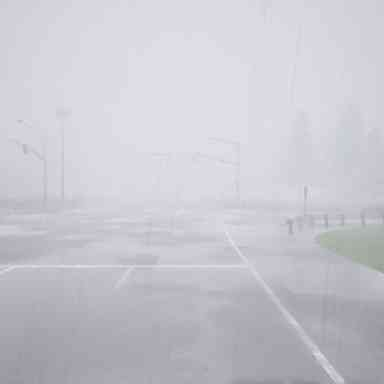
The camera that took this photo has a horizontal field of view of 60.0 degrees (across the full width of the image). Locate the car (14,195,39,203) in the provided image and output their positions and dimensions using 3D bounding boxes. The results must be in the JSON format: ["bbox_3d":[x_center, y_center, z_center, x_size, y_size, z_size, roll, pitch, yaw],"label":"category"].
[{"bbox_3d":[-31.584,1.282,63.699,2.033,1.411,5.357,0,0,0],"label":"car"}]

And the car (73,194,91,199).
[{"bbox_3d":[-21.127,1.102,62.018,2.097,1.767,4.553,0,0,0],"label":"car"}]

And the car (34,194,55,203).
[{"bbox_3d":[-28.085,1.248,63.513,1.837,1.490,4.892,0,0,0],"label":"car"}]

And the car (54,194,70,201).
[{"bbox_3d":[-28.163,1.257,72.412,1.994,1.385,4.181,0,0,-3],"label":"car"}]

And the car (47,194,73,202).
[{"bbox_3d":[-21.156,1.295,52.880,1.837,1.490,4.892,0,0,0],"label":"car"}]

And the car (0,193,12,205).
[{"bbox_3d":[-31.635,1.136,54.329,2.097,1.767,4.553,0,0,0],"label":"car"}]

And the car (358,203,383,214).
[{"bbox_3d":[17.374,1.386,29.274,4.902,1.511,2.128,0,0,8],"label":"car"}]

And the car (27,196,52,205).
[{"bbox_3d":[-24.650,1.386,53.984,1.895,1.301,4.718,0,0,0],"label":"car"}]

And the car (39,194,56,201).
[{"bbox_3d":[-31.737,1.178,73.254,1.882,1.535,5.008,0,0,-3],"label":"car"}]

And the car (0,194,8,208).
[{"bbox_3d":[-24.659,1.376,44.043,2.033,1.411,5.357,0,0,0],"label":"car"}]

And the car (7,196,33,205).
[{"bbox_3d":[-28.127,1.346,54.603,1.994,1.385,4.181,0,0,2],"label":"car"}]

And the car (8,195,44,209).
[{"bbox_3d":[-21.154,1.361,42.721,1.812,1.442,4.674,0,0,0],"label":"car"}]

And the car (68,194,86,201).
[{"bbox_3d":[-24.656,1.247,71.759,2.033,1.411,5.357,0,0,0],"label":"car"}]

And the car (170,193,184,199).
[{"bbox_3d":[-3.890,0.959,95.132,2.097,1.767,4.553,0,0,-18],"label":"car"}]

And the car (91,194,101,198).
[{"bbox_3d":[-21.160,1.184,71.928,1.882,1.535,5.008,0,0,0],"label":"car"}]

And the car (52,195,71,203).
[{"bbox_3d":[-24.608,1.310,62.792,1.994,1.385,4.181,0,0,0],"label":"car"}]
